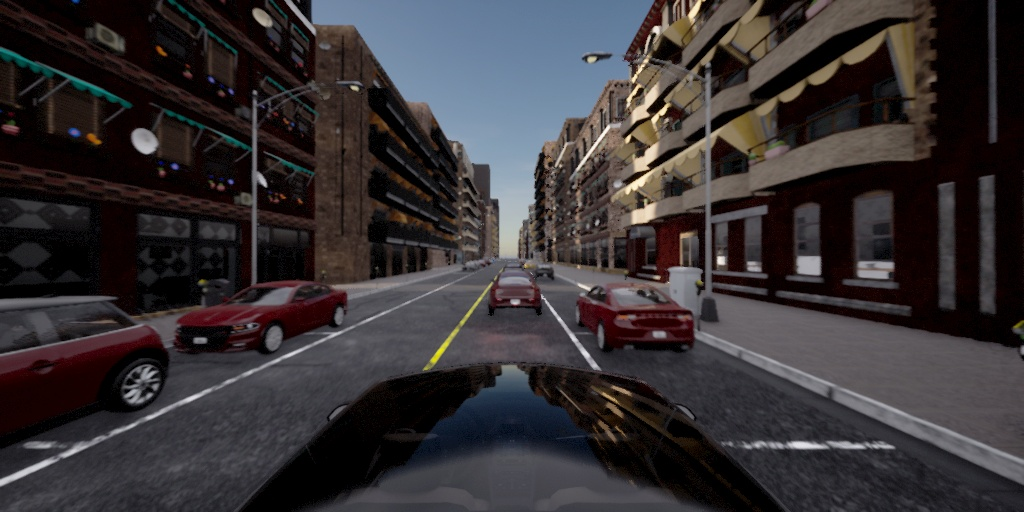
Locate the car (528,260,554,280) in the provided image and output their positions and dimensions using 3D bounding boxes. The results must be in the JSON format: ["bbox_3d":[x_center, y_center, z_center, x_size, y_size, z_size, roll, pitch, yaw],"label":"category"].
[{"bbox_3d":[2.699,1.328,31.328,2.007,1.370,4.403,0,0,0],"label":"car"}]

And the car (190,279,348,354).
[{"bbox_3d":[-5.689,1.302,8.791,1.888,1.381,4.507,0,0,0],"label":"car"}]

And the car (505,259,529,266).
[{"bbox_3d":[0.110,1.269,31.519,2.128,1.511,4.902,0,0,0],"label":"car"}]

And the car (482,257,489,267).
[{"bbox_3d":[-5.671,1.351,65.153,1.888,1.381,4.507,0,0,0],"label":"car"}]

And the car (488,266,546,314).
[{"bbox_3d":[0.104,1.287,13.659,1.812,1.442,4.674,0,0,0],"label":"car"}]

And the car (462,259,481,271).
[{"bbox_3d":[-5.676,1.343,48.243,2.007,1.370,4.403,0,0,0],"label":"car"}]

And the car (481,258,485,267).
[{"bbox_3d":[-5.675,1.347,53.880,2.007,1.370,4.403,0,0,0],"label":"car"}]

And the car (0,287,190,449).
[{"bbox_3d":[-5.691,1.192,3.153,1.967,1.591,4.097,0,0,0],"label":"car"}]

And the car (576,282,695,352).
[{"bbox_3d":[2.691,1.302,8.784,1.888,1.381,4.507,0,0,0],"label":"car"}]

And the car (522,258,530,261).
[{"bbox_3d":[2.707,1.322,54.043,1.751,1.417,4.829,0,0,0],"label":"car"}]
